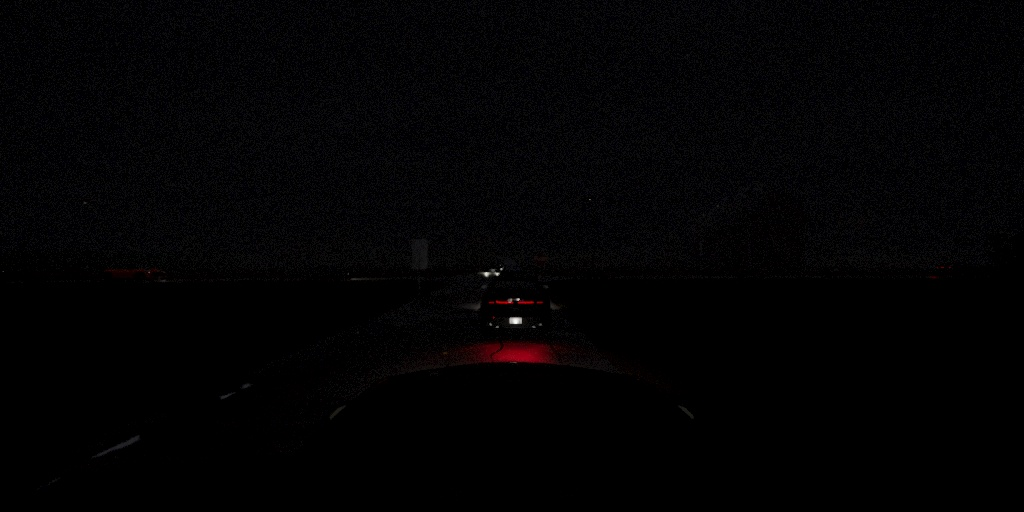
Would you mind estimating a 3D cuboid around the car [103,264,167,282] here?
[{"bbox_3d":[-36.165,1.530,34.487,4.553,1.767,2.097,-1,-1,0],"label":"car"}]

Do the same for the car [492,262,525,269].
[{"bbox_3d":[0.167,1.367,23.476,2.128,1.511,4.902,0,0,2],"label":"car"}]

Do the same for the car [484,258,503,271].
[{"bbox_3d":[-2.857,1.278,52.427,2.150,2.045,5.566,0,0,0],"label":"car"}]

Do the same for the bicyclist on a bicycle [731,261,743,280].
[{"bbox_3d":[19.939,1.267,31.760,0.582,1.620,1.656,0,0,0],"label":"bicyclist on a bicycle"}]

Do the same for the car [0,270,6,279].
[{"bbox_3d":[-51.893,1.512,34.493,4.674,1.442,1.812,-1,-1,0],"label":"car"}]

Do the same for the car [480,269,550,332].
[{"bbox_3d":[0.090,1.309,11.039,1.837,1.490,4.892,0,0,0],"label":"car"}]

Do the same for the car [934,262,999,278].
[{"bbox_3d":[44.362,1.350,34.977,4.902,1.511,2.128,0,-1,1],"label":"car"}]

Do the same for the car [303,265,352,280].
[{"bbox_3d":[-17.757,1.583,34.575,4.181,1.385,1.994,0,-1,-1],"label":"car"}]
